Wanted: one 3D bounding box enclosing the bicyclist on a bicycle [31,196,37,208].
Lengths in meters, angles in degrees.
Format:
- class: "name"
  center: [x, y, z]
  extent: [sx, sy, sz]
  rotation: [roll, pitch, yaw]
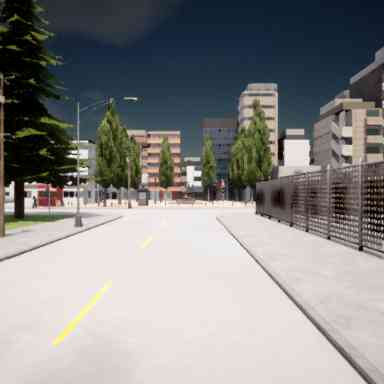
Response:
- class: "bicyclist on a bicycle"
  center: [-21.554, 1.324, 45.520]
  extent: [0.582, 1.620, 1.656]
  rotation: [0, 0, 0]
